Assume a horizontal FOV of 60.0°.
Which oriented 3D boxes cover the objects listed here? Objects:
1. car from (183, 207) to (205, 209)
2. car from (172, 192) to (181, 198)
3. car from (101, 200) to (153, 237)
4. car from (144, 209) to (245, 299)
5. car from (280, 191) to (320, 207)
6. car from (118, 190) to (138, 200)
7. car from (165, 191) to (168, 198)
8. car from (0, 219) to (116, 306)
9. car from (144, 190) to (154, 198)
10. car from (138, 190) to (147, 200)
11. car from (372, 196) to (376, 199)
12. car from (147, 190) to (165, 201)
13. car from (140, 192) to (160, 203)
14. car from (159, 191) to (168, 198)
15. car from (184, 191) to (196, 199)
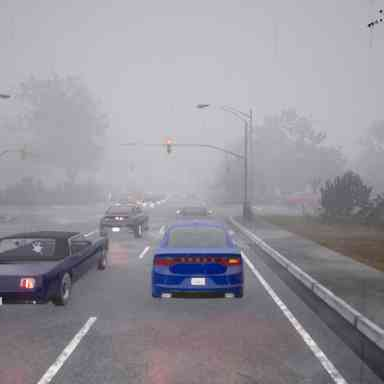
[{"bbox_3d":[0.125,1.457,17.459,1.994,1.385,4.181,0,0,0],"label":"car"},{"bbox_3d":[-3.861,0.734,85.548,2.033,1.411,5.357,0,1,-4],"label":"car"},{"bbox_3d":[-3.375,1.400,17.182,1.837,1.490,4.892,0,0,0],"label":"car"},{"bbox_3d":[0.113,1.445,8.477,1.882,1.535,5.008,0,0,0],"label":"car"},{"bbox_3d":[14.181,0.891,42.792,5.566,2.045,2.150,0,1,-6],"label":"car"},{"bbox_3d":[-10.539,0.925,53.788,2.097,1.767,4.553,0,1,1],"label":"car"},{"bbox_3d":[-6.988,0.951,74.231,1.895,1.301,4.718,0,1,-1],"label":"car"},{"bbox_3d":[-3.388,1.572,7.931,1.895,1.301,4.718,0,0,0],"label":"car"},{"bbox_3d":[-10.796,0.438,84.166,2.150,2.045,5.566,0,1,-3],"label":"car"},{"bbox_3d":[-10.466,0.704,63.371,2.150,2.045,5.566,0,1,0],"label":"car"},{"bbox_3d":[24.095,1.229,43.302,4.181,1.385,1.994,0,1,-3],"label":"car"},{"bbox_3d":[-6.968,0.951,64.206,1.882,1.535,5.008,0,1,0],"label":"car"},{"bbox_3d":[-7.009,1.123,55.398,1.994,1.385,4.181,0,1,0],"label":"car"},{"bbox_3d":[-7.306,0.564,84.465,2.097,1.767,4.553,0,1,-3],"label":"car"},{"bbox_3d":[-0.119,0.635,79.855,2.097,1.767,4.553,0,1,-2],"label":"car"}]
